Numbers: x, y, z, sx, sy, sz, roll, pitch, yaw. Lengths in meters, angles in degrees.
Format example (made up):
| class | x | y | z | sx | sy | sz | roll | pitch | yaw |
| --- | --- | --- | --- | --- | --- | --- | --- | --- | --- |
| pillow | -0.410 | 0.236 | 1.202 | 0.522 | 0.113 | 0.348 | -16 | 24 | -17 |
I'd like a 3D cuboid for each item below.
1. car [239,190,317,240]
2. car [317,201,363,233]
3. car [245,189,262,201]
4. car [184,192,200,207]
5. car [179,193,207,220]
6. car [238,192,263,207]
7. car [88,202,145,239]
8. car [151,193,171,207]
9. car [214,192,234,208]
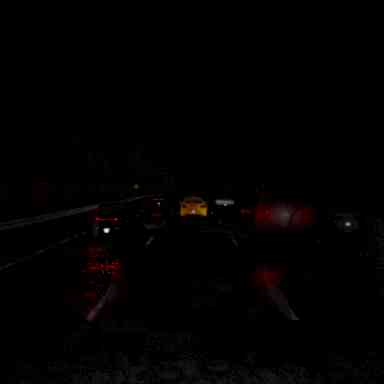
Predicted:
| class | x | y | z | sx | sy | sz | roll | pitch | yaw |
| --- | --- | --- | --- | --- | --- | --- | --- | --- | --- |
| car | 3.598 | 0.973 | 15.503 | 2.150 | 2.045 | 5.566 | 0 | 1 | 0 |
| car | 7.099 | 1.210 | 17.538 | 2.128 | 1.511 | 4.902 | 0 | 1 | 0 |
| car | 10.330 | 0.463 | 56.298 | 2.097 | 1.767 | 4.553 | 0 | 1 | 0 |
| car | -0.014 | 0.868 | 40.547 | 1.837 | 1.490 | 4.892 | 0 | 2 | 0 |
| car | 0.097 | 1.095 | 24.199 | 1.882 | 1.535 | 5.008 | 0 | 1 | 0 |
| car | 6.984 | 0.860 | 40.070 | 2.128 | 1.511 | 4.902 | 0 | 1 | 0 |
| car | -3.403 | 1.255 | 15.648 | 1.837 | 1.490 | 4.892 | 0 | 0 | 0 |
| car | -3.488 | 0.917 | 37.441 | 1.837 | 1.490 | 4.892 | 0 | 1 | 0 |
| car | 3.506 | 1.019 | 36.867 | 1.895 | 1.301 | 4.718 | 0 | 1 | 0 |
